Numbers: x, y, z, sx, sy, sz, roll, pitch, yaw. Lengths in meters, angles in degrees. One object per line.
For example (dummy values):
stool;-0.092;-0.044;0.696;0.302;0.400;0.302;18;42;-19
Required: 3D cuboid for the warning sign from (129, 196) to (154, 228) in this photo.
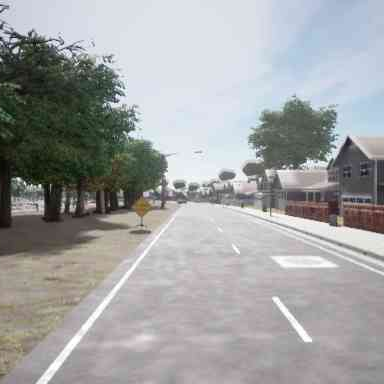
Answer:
warning sign;-3.040;1.208;20.171;1.300;1.860;1.060;1;0;0
